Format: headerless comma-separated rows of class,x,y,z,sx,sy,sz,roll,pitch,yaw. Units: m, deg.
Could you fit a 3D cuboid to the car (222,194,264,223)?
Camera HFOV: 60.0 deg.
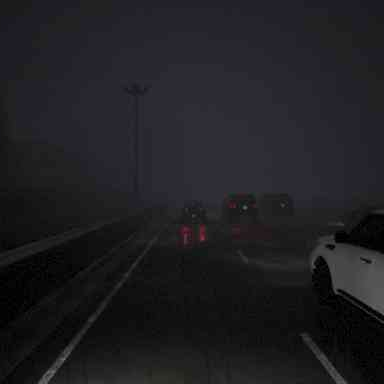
car,3.595,1.161,25.371,2.150,2.045,5.566,0,0,0

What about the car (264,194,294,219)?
car,7.107,1.152,28.705,2.150,2.045,5.566,0,0,0

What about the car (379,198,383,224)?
car,14.105,1.301,20.915,2.097,1.767,4.553,0,0,0

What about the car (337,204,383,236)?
car,10.605,1.500,19.316,2.033,1.411,5.357,0,0,0

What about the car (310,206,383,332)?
car,3.601,1.209,4.789,2.150,2.045,5.566,0,0,0

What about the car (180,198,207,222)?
car,0.107,1.431,25.516,2.128,1.511,4.902,0,0,0

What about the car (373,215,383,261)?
car,7.103,1.503,9.057,1.812,1.442,4.674,0,0,0

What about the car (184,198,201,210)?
car,0.090,1.464,42.214,1.994,1.385,4.181,0,0,0
